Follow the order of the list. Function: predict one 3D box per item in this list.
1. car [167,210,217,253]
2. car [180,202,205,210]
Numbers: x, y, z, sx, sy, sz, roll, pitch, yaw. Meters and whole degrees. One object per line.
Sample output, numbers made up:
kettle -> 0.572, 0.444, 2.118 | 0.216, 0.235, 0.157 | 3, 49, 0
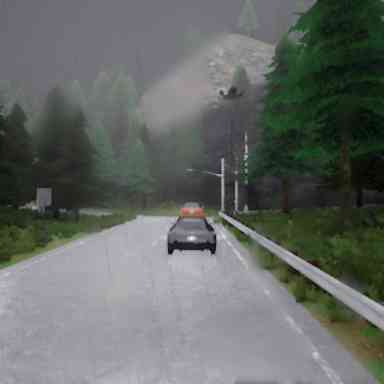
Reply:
car -> 0.001, 1.700, 14.292 | 1.994, 1.385, 4.181 | 0, 0, 0
car -> 0.023, 1.625, 29.075 | 2.097, 1.767, 4.553 | 0, -1, 1
